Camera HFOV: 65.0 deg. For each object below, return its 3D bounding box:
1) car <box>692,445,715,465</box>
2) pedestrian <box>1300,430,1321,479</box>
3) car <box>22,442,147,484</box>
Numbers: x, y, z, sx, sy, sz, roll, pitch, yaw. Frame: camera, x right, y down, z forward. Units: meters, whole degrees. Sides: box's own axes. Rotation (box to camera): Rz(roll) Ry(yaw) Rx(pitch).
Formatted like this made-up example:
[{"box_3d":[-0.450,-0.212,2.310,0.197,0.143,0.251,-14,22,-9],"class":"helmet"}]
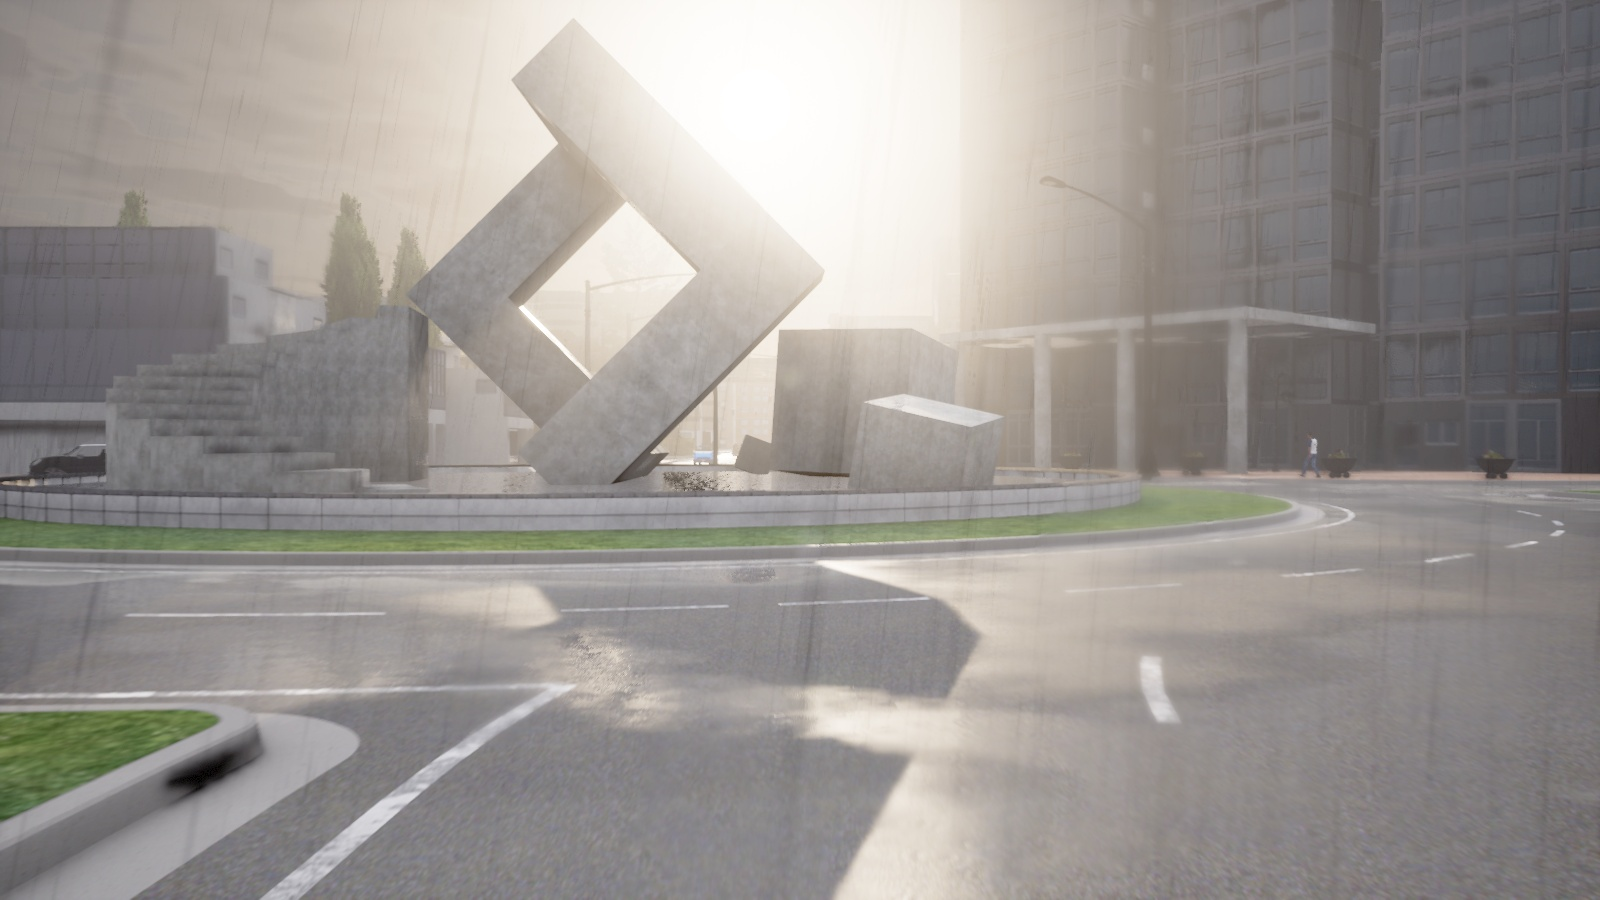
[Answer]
[{"box_3d":[-6.702,0.311,87.485,1.481,1.376,2.207,0,0,-1],"class":"car"},{"box_3d":[19.213,0.155,47.261,0.354,1.836,0.706,0,0,-24],"class":"pedestrian"},{"box_3d":[-26.060,0.437,45.755,3.806,1.475,1.970,0,0,-34],"class":"car"}]
